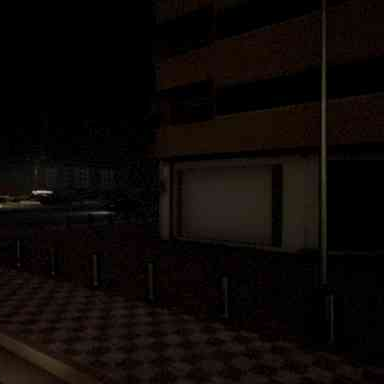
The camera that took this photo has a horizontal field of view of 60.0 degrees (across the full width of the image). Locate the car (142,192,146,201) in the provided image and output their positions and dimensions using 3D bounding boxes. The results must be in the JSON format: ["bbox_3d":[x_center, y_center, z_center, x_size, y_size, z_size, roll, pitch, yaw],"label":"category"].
[{"bbox_3d":[-9.200,1.007,71.727,1.905,1.878,3.866,0,0,35],"label":"car"}]

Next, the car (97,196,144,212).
[{"bbox_3d":[-8.067,1.463,37.844,1.812,1.442,4.674,0,0,35],"label":"car"}]

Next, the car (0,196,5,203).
[{"bbox_3d":[-37.669,1.125,70.397,1.784,1.438,3.905,0,0,35],"label":"car"}]

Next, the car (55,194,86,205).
[{"bbox_3d":[-21.478,1.237,59.012,1.970,1.475,3.806,0,0,35],"label":"car"}]

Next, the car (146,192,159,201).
[{"bbox_3d":[-6.866,1.016,70.015,1.932,1.855,4.605,0,0,35],"label":"car"}]

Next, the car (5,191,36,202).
[{"bbox_3d":[-35.338,0.926,68.675,1.932,1.855,4.605,0,0,35],"label":"car"}]

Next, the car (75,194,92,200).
[{"bbox_3d":[-27.619,1.154,84.683,1.970,1.475,3.806,0,0,35],"label":"car"}]

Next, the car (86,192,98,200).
[{"bbox_3d":[-25.259,0.927,83.005,1.905,1.878,3.866,0,0,35],"label":"car"}]
